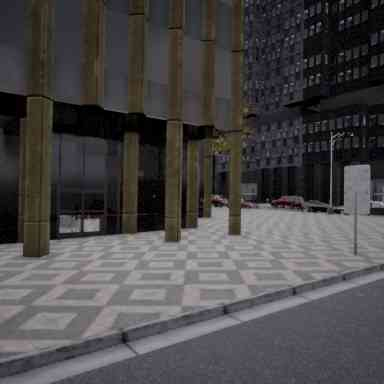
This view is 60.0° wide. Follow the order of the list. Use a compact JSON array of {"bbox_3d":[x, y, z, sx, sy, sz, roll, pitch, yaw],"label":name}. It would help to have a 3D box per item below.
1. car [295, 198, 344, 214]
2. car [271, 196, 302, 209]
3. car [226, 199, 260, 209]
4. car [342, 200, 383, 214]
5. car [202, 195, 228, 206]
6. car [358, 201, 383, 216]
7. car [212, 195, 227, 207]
[{"bbox_3d":[13.161,1.540,33.817,1.947,1.339,4.313,1,-1,-35],"label":"car"},{"bbox_3d":[13.732,1.488,47.750,2.192,1.841,5.009,1,-1,-35],"label":"car"},{"bbox_3d":[6.781,1.571,42.809,1.802,1.307,4.206,1,-1,-35],"label":"car"},{"bbox_3d":[20.108,1.709,38.755,2.008,1.369,4.403,1,-1,-35],"label":"car"},{"bbox_3d":[4.163,1.512,61.239,2.192,1.841,5.009,1,-1,-35],"label":"car"},{"bbox_3d":[16.351,1.518,29.320,2.008,1.369,4.403,1,-1,-35],"label":"car"},{"bbox_3d":[3.595,1.312,47.309,2.192,1.841,5.009,1,-1,-35],"label":"car"}]
